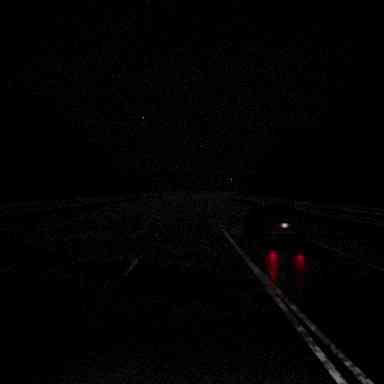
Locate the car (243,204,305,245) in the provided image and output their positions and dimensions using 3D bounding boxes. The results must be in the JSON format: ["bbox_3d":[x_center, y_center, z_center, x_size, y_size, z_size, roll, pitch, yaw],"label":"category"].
[{"bbox_3d":[3.545,1.341,15.058,2.033,1.649,4.856,0,0,-1],"label":"car"}]
